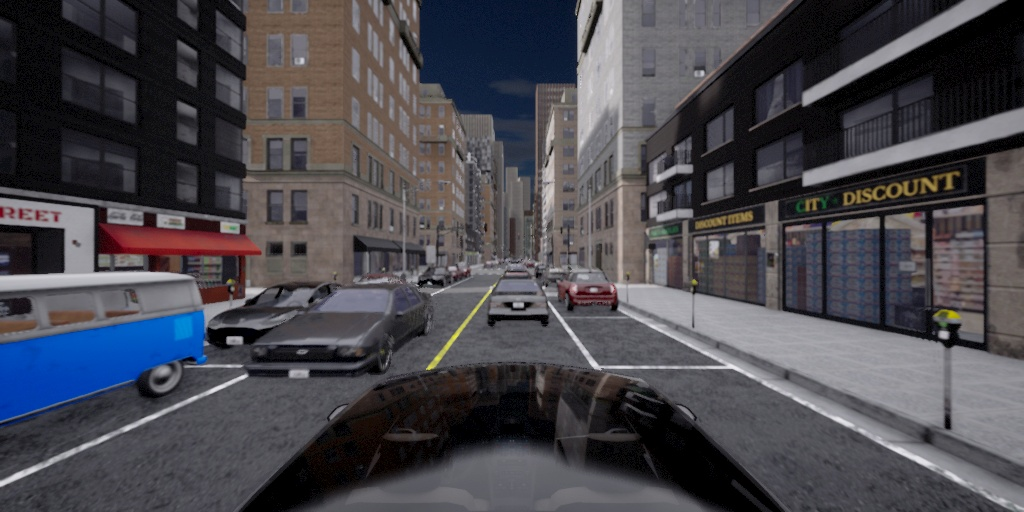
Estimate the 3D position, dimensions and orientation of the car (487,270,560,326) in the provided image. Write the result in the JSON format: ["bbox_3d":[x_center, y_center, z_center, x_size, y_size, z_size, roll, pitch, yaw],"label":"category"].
[{"bbox_3d":[0.190,1.351,11.925,2.033,1.411,5.357,0,0,1],"label":"car"}]

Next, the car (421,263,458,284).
[{"bbox_3d":[-5.438,1.444,25.957,1.948,1.339,4.313,0,0,1],"label":"car"}]

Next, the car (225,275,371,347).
[{"bbox_3d":[-5.606,1.355,9.454,1.948,1.339,4.313,0,0,1],"label":"car"}]

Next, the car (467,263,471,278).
[{"bbox_3d":[-5.327,1.379,36.959,1.967,1.591,4.097,0,0,1],"label":"car"}]

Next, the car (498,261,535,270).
[{"bbox_3d":[0.329,1.370,25.889,2.128,1.511,4.902,0,0,1],"label":"car"}]

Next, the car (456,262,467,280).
[{"bbox_3d":[-5.383,1.491,31.458,1.802,1.307,4.207,0,0,1],"label":"car"}]

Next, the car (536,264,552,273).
[{"bbox_3d":[3.087,1.430,25.871,2.007,1.370,4.403,0,0,1],"label":"car"}]

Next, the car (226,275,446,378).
[{"bbox_3d":[-3.053,1.329,7.841,2.033,1.411,5.357,0,0,0],"label":"car"}]

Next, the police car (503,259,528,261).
[{"bbox_3d":[0.330,1.360,35.909,1.930,1.638,5.238,0,0,1],"label":"police car"}]

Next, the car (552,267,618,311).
[{"bbox_3d":[2.975,1.260,14.869,1.967,1.591,4.097,0,0,1],"label":"car"}]

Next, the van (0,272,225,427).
[{"bbox_3d":[-5.662,1.101,3.953,1.690,1.789,3.998,0,0,1],"label":"van"}]
